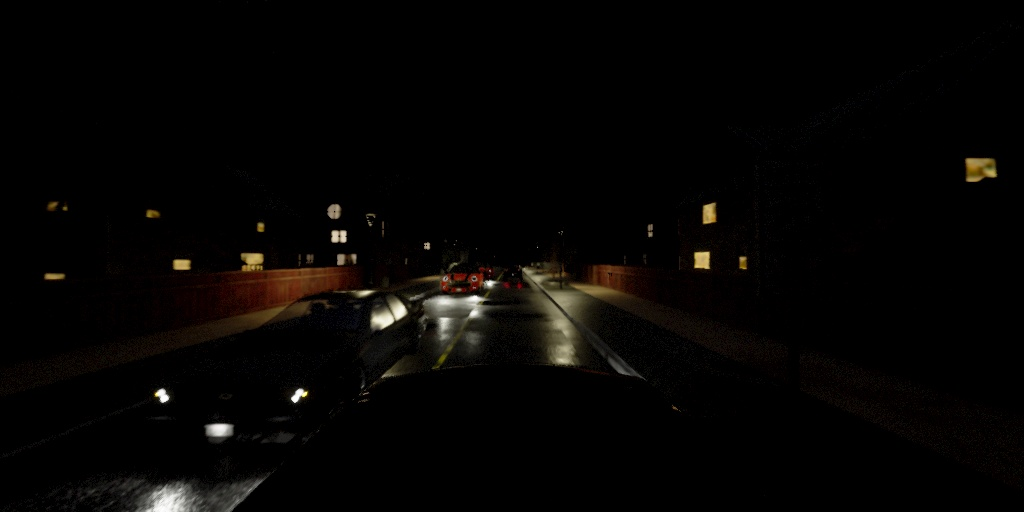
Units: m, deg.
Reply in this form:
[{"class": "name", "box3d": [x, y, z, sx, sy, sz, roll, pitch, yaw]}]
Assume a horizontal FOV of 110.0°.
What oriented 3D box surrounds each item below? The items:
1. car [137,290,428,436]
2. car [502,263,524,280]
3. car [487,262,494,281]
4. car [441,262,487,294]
[{"class": "car", "box3d": [-2.851, 1.327, 6.158, 2.033, 1.411, 5.357, 0, 0, 0]}, {"class": "car", "box3d": [0.086, 1.538, 35.281, 2.128, 1.511, 4.902, 0, -1, 0]}, {"class": "car", "box3d": [-2.823, 1.386, 34.196, 2.097, 1.767, 4.553, 0, 0, 0]}, {"class": "car", "box3d": [-2.852, 1.258, 21.511, 2.097, 1.767, 4.553, 0, 0, 0]}]
